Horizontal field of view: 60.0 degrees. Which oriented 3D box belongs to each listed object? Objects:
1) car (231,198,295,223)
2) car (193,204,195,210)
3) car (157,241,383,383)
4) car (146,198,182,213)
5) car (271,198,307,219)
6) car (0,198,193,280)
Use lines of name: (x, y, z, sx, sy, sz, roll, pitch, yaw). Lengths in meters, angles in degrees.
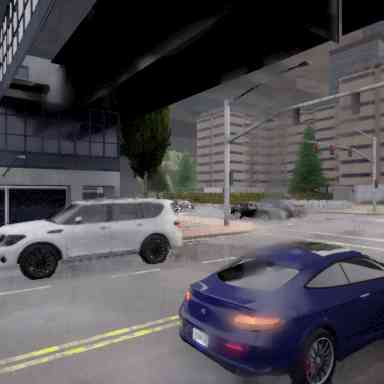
car: (5.185, 1.491, 26.054, 2.128, 1.511, 4.902, 0, 0, -36)
car: (-1.444, 1.564, 41.164, 1.994, 1.385, 4.181, 0, 0, -36)
car: (1.980, 1.526, 5.210, 4.674, 1.442, 1.812, 0, 0, -35)
car: (-3.264, 1.505, 37.706, 1.837, 1.490, 4.892, 0, 0, -36)
car: (7.605, 1.352, 28.678, 2.097, 1.767, 4.553, 0, 0, -36)
car: (-2.967, 1.221, 10.290, 5.566, 2.045, 2.150, 0, 0, -33)
